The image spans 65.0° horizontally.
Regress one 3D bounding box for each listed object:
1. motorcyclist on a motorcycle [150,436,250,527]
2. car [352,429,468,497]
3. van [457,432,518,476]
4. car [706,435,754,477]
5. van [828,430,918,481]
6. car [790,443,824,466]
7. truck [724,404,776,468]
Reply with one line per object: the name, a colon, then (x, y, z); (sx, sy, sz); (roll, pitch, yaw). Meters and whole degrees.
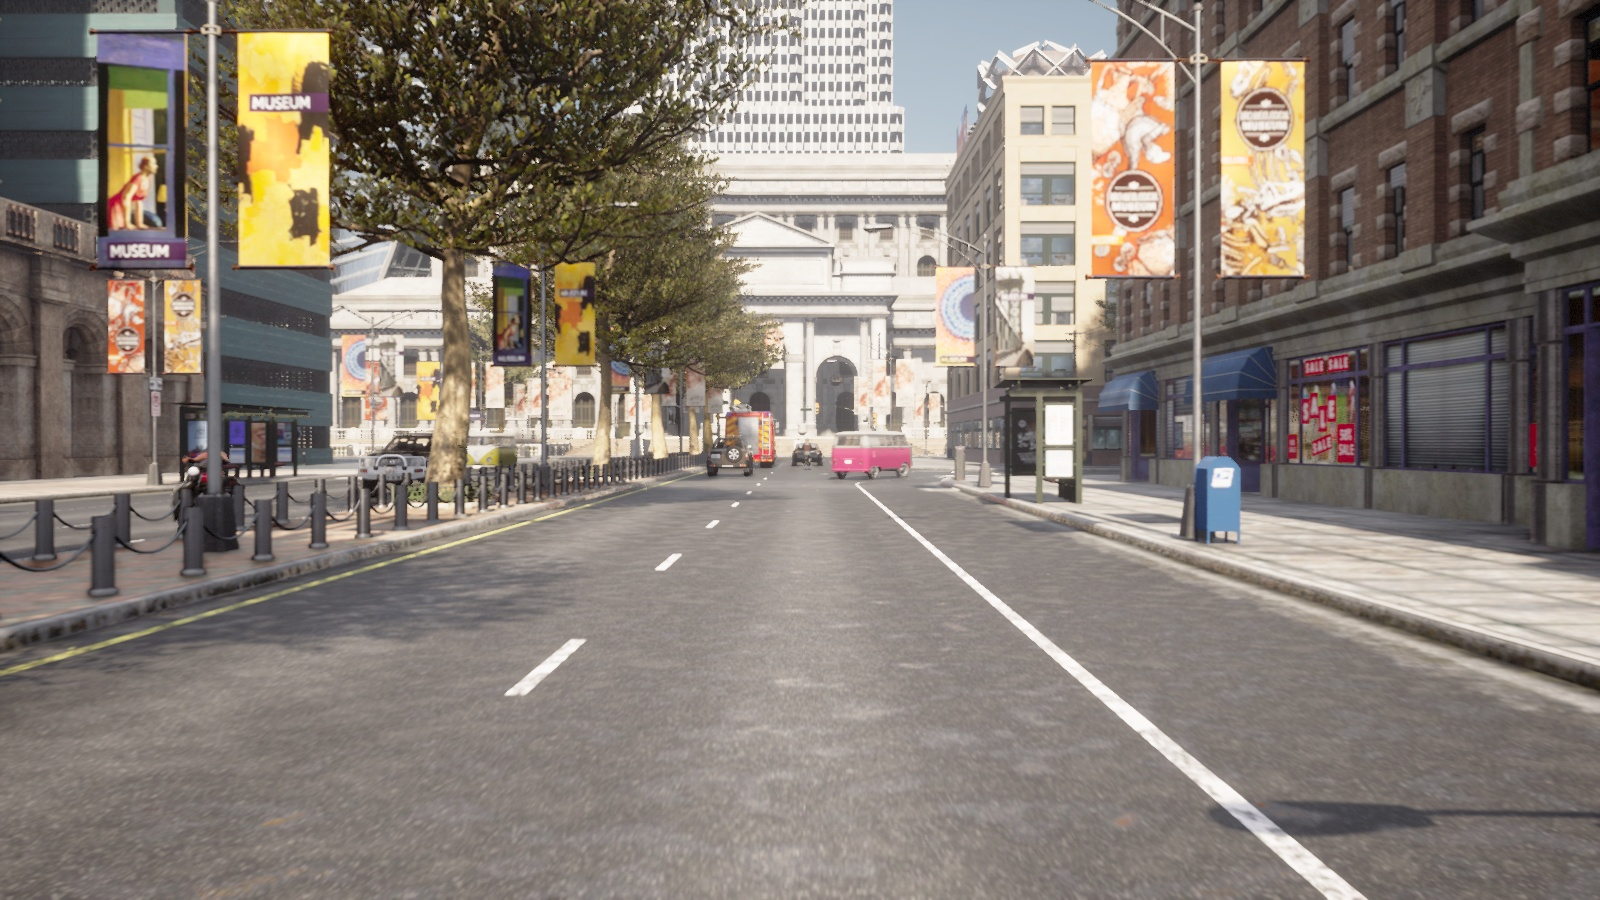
motorcyclist on a motorcycle: (-11.353, 0.553, 23.866); (0.766, 1.649, 2.350); (0, 0, 0)
car: (-11.282, 0.347, 36.682); (1.932, 1.855, 4.605); (0, 0, 0)
van: (-14.658, 0.154, 59.116); (1.775, 1.987, 4.442); (0, 0, 0)
car: (-3.167, 0.237, 57.405); (1.932, 1.855, 4.605); (0, 0, 0)
van: (3.081, 0.208, 52.150); (1.775, 1.987, 4.442); (0, 0, 32)
car: (0.468, 0.280, 82.772); (2.163, 1.488, 4.792); (0, 0, 0)
truck: (-3.047, -0.866, 79.110); (2.891, 3.827, 8.468); (0, 0, 0)
